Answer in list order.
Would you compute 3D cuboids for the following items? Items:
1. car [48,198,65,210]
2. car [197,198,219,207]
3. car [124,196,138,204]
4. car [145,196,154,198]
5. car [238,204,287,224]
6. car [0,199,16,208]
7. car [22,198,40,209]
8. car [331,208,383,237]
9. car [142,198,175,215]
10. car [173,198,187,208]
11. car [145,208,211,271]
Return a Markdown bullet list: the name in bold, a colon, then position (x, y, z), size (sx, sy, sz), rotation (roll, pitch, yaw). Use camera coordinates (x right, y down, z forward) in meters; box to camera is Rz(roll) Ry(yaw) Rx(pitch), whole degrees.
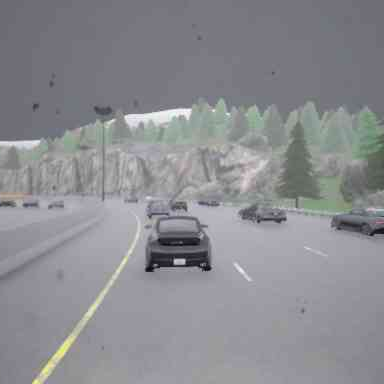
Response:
- **car**: position (-18.156, 1.568, 44.591), size (1.812, 1.442, 4.674), rotation (0, 0, -18)
- **car**: position (2.425, 1.640, 51.630), size (1.895, 1.301, 4.718), rotation (0, 0, -20)
- **car**: position (-12.456, 1.549, 67.914), size (2.128, 1.511, 4.902), rotation (0, 0, -28)
- **car**: position (-8.912, 1.584, 68.657), size (1.812, 1.442, 4.674), rotation (0, 0, -26)
- **car**: position (5.147, 1.565, 24.900), size (2.033, 1.411, 5.357), rotation (0, 0, -11)
- **car**: position (-27.154, 1.651, 48.913), size (1.895, 1.301, 4.718), rotation (0, 0, -21)
- **car**: position (-22.771, 1.524, 47.203), size (1.882, 1.535, 5.008), rotation (0, 0, -20)
- **car**: position (9.457, 1.573, 18.111), size (1.994, 1.385, 4.181), rotation (0, 0, -8)
- **car**: position (-3.236, 1.573, 30.572), size (2.033, 1.411, 5.357), rotation (0, 0, -12)
- **car**: position (-1.870, 1.538, 39.833), size (1.837, 1.490, 4.892), rotation (1, 0, -15)
- **car**: position (-0.479, 1.516, 10.922), size (1.837, 1.490, 4.892), rotation (0, 1, -4)
